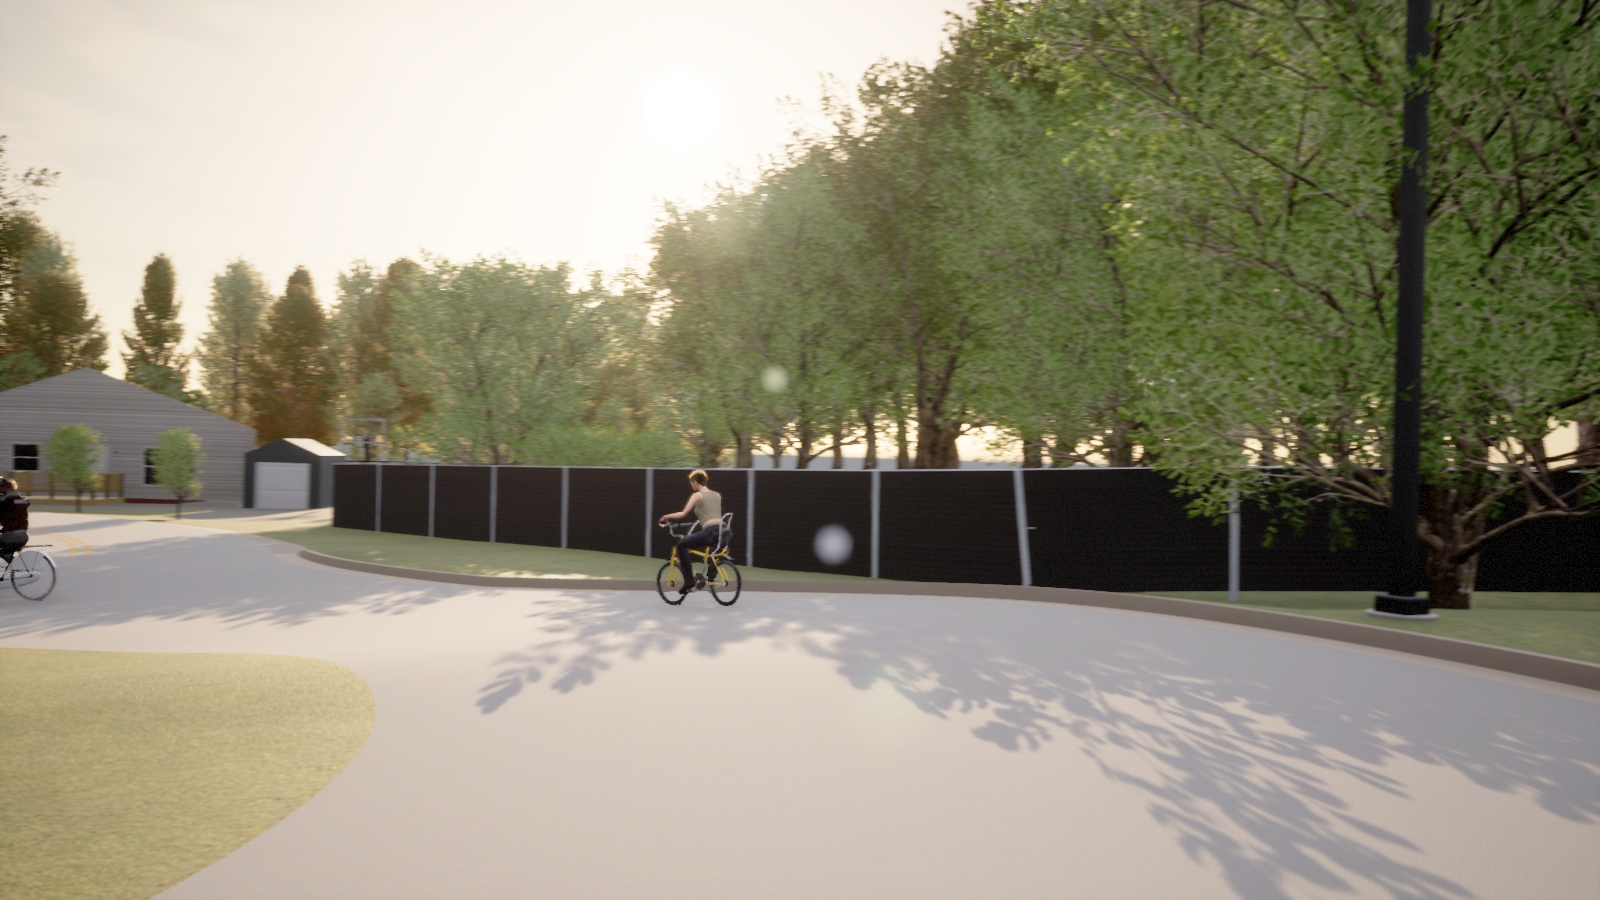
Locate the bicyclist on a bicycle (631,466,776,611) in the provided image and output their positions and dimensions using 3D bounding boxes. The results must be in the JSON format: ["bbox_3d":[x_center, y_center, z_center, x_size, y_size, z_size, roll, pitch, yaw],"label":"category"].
[{"bbox_3d":[-1.156,1.051,14.852,1.509,1.612,0.866,-6,-5,44],"label":"bicyclist on a bicycle"}]

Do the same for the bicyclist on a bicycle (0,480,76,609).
[{"bbox_3d":[-11.448,1.335,17.976,1.843,1.776,0.659,0,0,8],"label":"bicyclist on a bicycle"}]

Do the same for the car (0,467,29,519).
[{"bbox_3d":[-25.100,1.260,37.559,3.806,1.475,1.970,1,0,32],"label":"car"}]
